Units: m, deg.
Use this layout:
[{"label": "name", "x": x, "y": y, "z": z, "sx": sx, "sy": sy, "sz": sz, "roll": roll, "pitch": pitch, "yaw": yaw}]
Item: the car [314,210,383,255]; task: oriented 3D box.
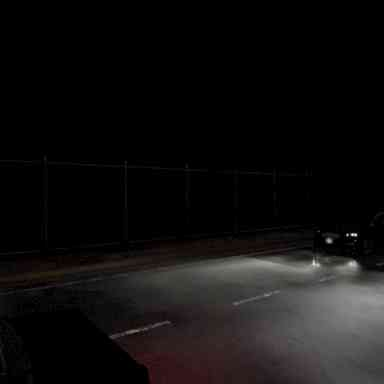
[{"label": "car", "x": 6.910, "y": 1.491, "z": 13.398, "sx": 4.902, "sy": 1.511, "sz": 2.128, "roll": 0, "pitch": 0, "yaw": -36}]

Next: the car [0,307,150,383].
[{"label": "car", "x": -2.730, "y": 1.601, "z": 2.006, "sx": 4.718, "sy": 1.301, "sz": 1.895, "roll": 0, "pitch": 0, "yaw": -36}]
